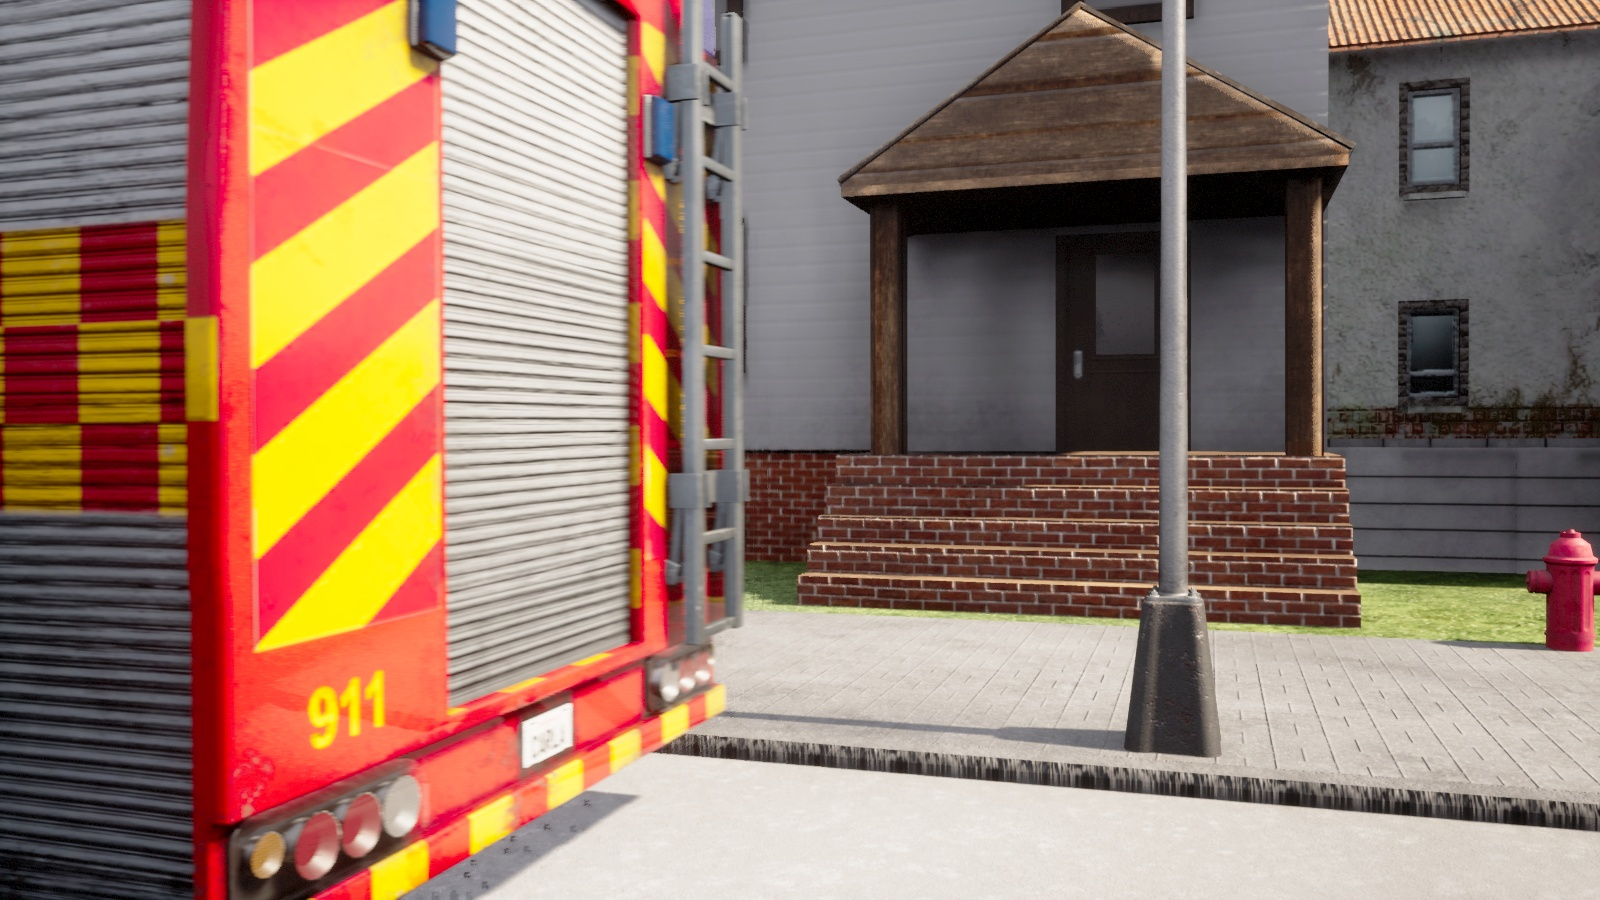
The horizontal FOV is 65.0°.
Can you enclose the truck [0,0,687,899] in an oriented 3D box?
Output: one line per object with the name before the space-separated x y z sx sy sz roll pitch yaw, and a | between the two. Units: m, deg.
truck | -4.960 -0.442 5.305 8.468 3.827 2.891 1 1 18
